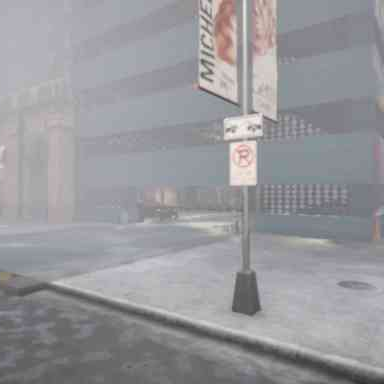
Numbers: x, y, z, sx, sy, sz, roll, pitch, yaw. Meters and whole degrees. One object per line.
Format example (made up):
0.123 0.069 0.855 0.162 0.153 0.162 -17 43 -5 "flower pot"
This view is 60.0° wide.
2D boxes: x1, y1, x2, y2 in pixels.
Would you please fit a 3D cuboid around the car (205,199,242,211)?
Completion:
3.776 1.406 34.824 4.718 1.301 1.895 0 0 35 "car"

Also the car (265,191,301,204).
13.796 0.919 50.395 5.566 2.045 2.435 0 0 35 "car"

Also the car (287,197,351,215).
9.059 1.263 21.906 4.674 1.452 2.002 0 0 35 "car"

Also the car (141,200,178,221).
-3.273 1.392 25.601 4.786 1.482 2.161 0 0 35 "car"

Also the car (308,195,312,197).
27.797 1.282 83.238 4.892 1.521 2.231 0 0 35 "car"
